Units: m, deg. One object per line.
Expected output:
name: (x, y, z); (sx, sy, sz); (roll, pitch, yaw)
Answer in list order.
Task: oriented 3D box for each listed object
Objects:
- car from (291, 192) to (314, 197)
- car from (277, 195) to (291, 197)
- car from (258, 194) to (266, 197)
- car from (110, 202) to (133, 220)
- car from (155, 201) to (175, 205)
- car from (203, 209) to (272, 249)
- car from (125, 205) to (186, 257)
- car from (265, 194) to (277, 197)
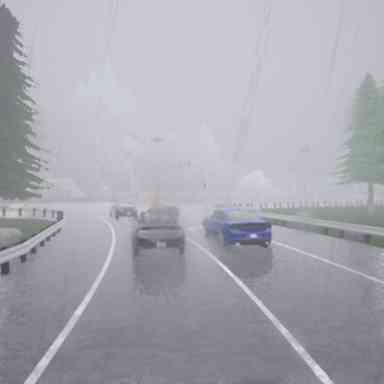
car: (27.567, 1.437, 82.760); (4.674, 1.442, 1.812); (0, 0, -32)
car: (24.967, 1.445, 85.225); (4.902, 1.511, 2.128); (0, 0, -32)
car: (19.616, 1.413, 90.055); (5.008, 1.535, 1.882); (0, 0, -32)
car: (-5.783, 1.541, 28.193); (1.812, 1.442, 4.674); (0, 0, -21)
car: (-2.445, 1.530, 29.625); (1.812, 1.442, 4.674); (0, 0, -20)
car: (1.812, 1.471, 14.732); (1.882, 1.535, 5.008); (0, 0, -11)
car: (-1.438, 1.495, 13.141); (2.128, 1.511, 4.902); (0, 0, -11)
car: (22.369, 1.452, 87.678); (4.674, 1.442, 1.812); (0, 0, -32)
